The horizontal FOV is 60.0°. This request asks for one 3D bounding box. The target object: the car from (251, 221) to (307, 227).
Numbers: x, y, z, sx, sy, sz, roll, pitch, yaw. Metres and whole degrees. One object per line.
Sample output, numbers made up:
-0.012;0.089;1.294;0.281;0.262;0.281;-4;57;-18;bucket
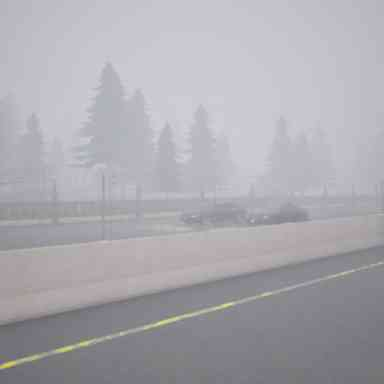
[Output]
5.415;1.400;20.754;4.674;1.442;1.812;-1;0;-35;car
